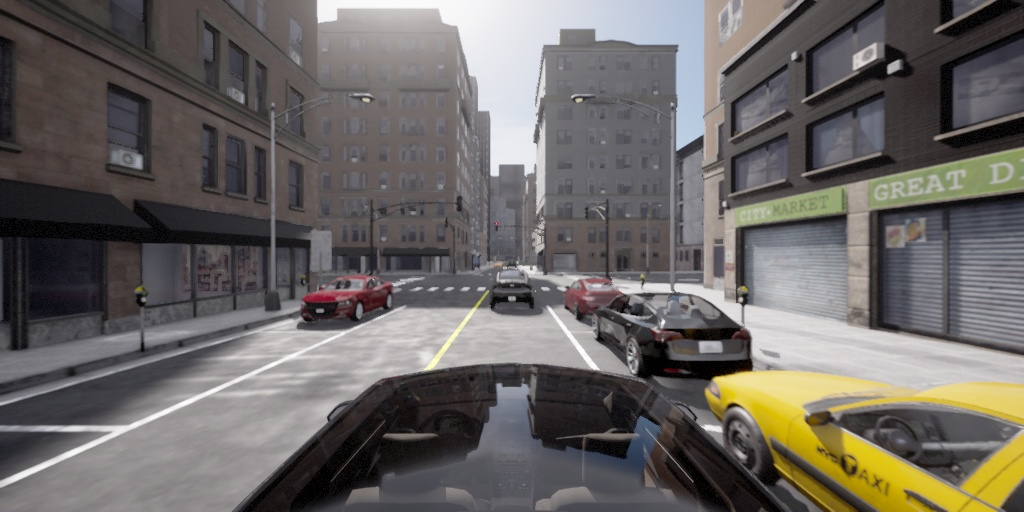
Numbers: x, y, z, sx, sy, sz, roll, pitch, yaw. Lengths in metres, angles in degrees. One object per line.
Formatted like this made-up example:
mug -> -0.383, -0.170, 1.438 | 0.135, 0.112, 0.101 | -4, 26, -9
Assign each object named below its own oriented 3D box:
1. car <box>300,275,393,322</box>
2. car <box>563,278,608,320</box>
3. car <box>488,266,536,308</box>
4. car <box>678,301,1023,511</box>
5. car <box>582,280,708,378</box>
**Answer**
car -> -5.666, 1.397, 12.834 | 1.888, 1.381, 4.507 | 0, 0, 0
car -> 2.879, 1.433, 12.833 | 1.802, 1.307, 4.207 | 0, 0, 0
car -> 0.008, 1.390, 16.146 | 1.837, 1.490, 4.892 | 0, 0, 0
car -> 2.874, 1.274, 1.831 | 1.751, 1.417, 4.829 | 0, 0, 0
car -> 2.877, 1.366, 7.247 | 1.948, 1.339, 4.313 | 0, 0, 0
